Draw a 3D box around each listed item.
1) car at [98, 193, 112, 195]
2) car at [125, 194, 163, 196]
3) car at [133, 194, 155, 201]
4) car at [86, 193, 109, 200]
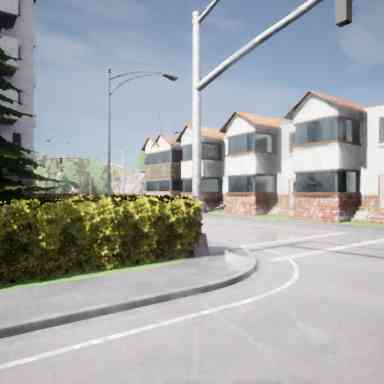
[{"bbox_3d":[-18.943,1.242,75.942,3.806,1.475,1.970,0,0,-37],"label":"car"},{"bbox_3d":[-2.289,1.220,22.946,2.150,2.045,5.566,0,0,-36],"label":"car"},{"bbox_3d":[-11.097,1.307,77.186,4.514,1.523,2.007,0,0,-37],"label":"car"},{"bbox_3d":[-23.017,1.164,80.911,5.027,1.636,2.152,0,0,-37],"label":"car"}]
